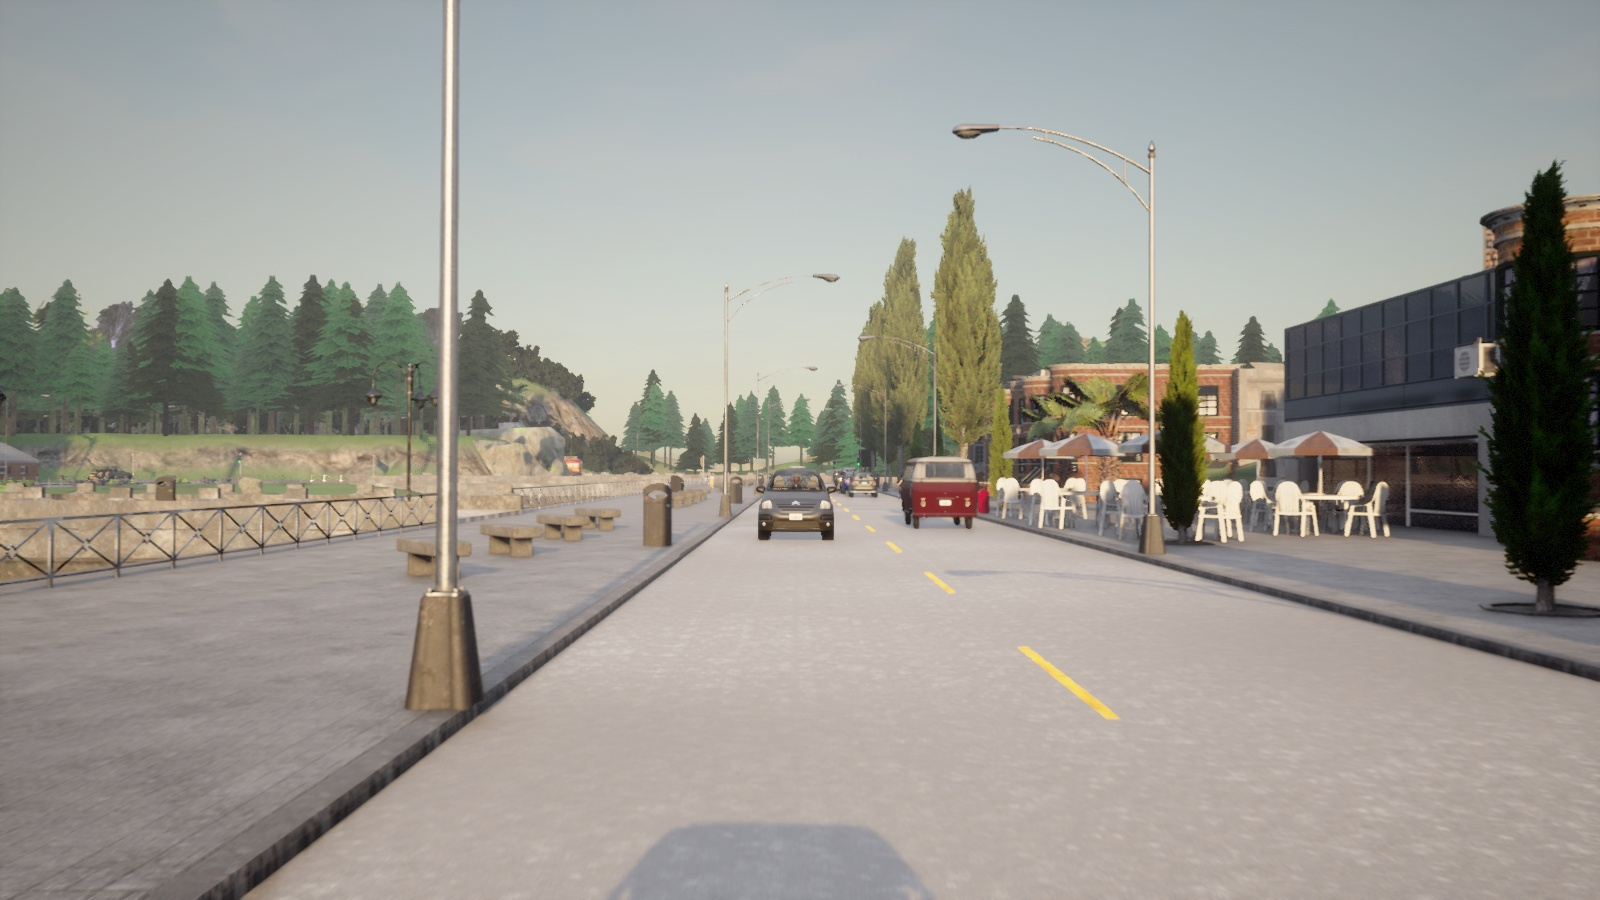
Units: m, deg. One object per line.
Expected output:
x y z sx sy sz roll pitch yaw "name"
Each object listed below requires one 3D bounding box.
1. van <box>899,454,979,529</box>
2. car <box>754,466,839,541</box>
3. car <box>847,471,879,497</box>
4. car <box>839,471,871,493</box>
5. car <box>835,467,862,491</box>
3.904 1.154 35.935 1.775 1.987 4.442 0 -1 0 "van"
-0.077 1.206 29.388 1.851 1.617 3.988 0 -1 0 "car"
3.799 2.058 76.377 1.789 1.549 3.705 0 -1 0 "car"
3.771 2.206 87.131 2.007 1.525 4.514 0 -1 0 "car"
3.743 2.260 98.091 1.932 1.855 4.605 0 -1 0 "car"
